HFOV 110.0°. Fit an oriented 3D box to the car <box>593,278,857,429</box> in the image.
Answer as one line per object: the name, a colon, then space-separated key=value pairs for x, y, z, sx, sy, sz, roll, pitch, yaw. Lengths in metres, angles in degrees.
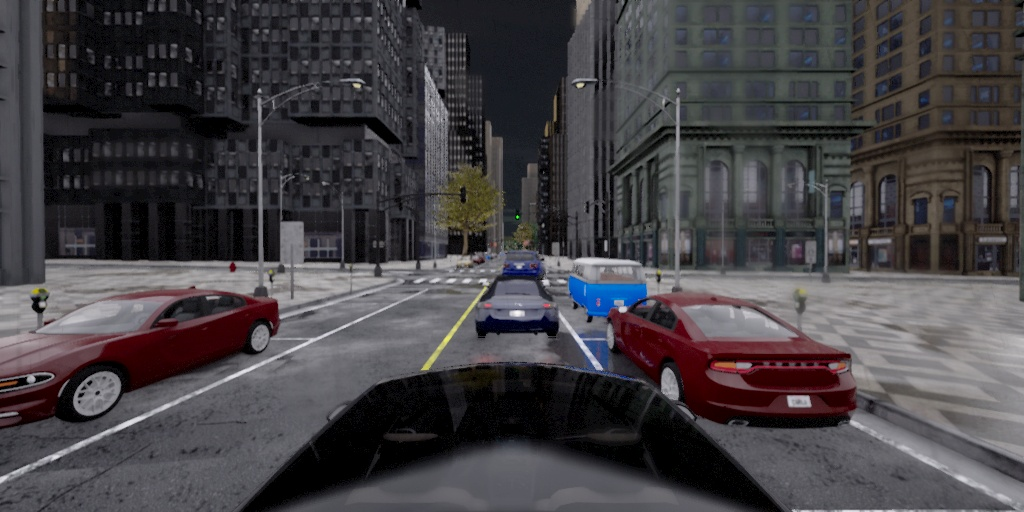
car: x=2.784 y=1.241 z=5.708 sx=1.888 sy=1.381 sz=4.507 roll=0 pitch=0 yaw=0

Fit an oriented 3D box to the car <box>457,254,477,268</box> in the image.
car: x=-5.679 y=0.724 z=43.664 sx=1.751 sy=1.417 sz=4.829 roll=0 pitch=0 yaw=0

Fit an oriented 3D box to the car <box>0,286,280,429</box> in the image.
car: x=-5.771 y=1.241 z=5.745 sx=1.888 sy=1.381 sz=4.507 roll=0 pitch=0 yaw=0

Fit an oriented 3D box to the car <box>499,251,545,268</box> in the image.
car: x=0.838 y=0.695 z=22.964 sx=2.150 sy=2.045 sz=5.566 roll=1 pitch=1 yaw=9

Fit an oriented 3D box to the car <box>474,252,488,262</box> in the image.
car: x=-5.638 y=0.313 z=59.702 sx=2.192 sy=1.841 sz=5.009 roll=0 pitch=0 yaw=0

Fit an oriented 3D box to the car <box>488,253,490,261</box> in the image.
car: x=-5.626 y=0.484 z=64.991 sx=2.007 sy=1.370 sz=4.403 roll=0 pitch=0 yaw=0

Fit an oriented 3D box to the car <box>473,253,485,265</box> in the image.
car: x=-5.649 y=0.610 z=54.414 sx=1.888 sy=1.381 sz=4.507 roll=0 pitch=0 yaw=0

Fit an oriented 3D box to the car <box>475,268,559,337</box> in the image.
car: x=0.117 y=1.204 z=9.870 sx=1.994 sy=1.385 sz=4.181 roll=0 pitch=1 yaw=0

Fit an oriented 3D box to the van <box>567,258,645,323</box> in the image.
van: x=2.797 y=0.963 z=11.233 sx=1.690 sy=1.789 sz=3.998 roll=0 pitch=0 yaw=0
